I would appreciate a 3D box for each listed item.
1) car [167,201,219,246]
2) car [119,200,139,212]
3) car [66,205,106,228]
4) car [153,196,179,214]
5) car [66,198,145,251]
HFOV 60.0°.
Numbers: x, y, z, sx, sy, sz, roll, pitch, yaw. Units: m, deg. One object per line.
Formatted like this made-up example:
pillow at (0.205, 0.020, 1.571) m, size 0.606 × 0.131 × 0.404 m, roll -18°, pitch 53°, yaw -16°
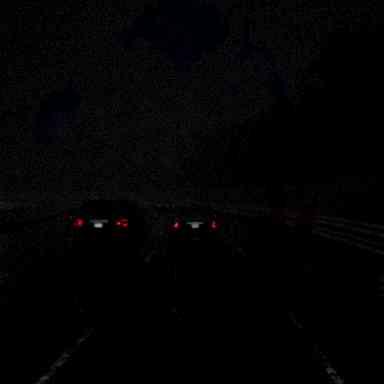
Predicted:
car at (0.049, 1.459, 16.010) m, size 2.097 × 1.767 × 4.553 m, roll 0°, pitch 0°, yaw -2°
car at (-8.274, 1.794, 43.513) m, size 1.994 × 1.385 × 4.181 m, roll 1°, pitch 0°, yaw -19°
car at (-7.524, 1.706, 23.960) m, size 1.895 × 1.301 × 4.718 m, roll 0°, pitch 0°, yaw -7°
car at (-3.298, 1.587, 38.911) m, size 2.097 × 1.767 × 4.553 m, roll 0°, pitch 0°, yaw -15°
car at (-3.385, 1.295, 14.519) m, size 2.150 × 2.045 × 5.566 m, roll 1°, pitch 0°, yaw -1°
